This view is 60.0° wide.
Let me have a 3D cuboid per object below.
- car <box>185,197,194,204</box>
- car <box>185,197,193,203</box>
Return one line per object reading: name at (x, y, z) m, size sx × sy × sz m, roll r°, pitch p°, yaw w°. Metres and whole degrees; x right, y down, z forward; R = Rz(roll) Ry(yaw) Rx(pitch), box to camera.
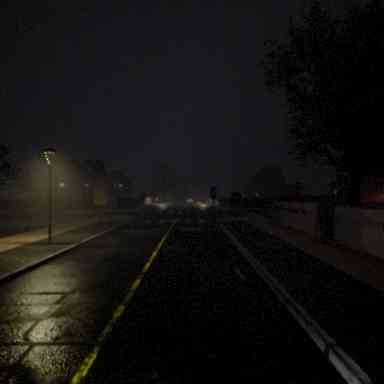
car at (-0.560, 2.049, 76.754) m, size 1.812 × 1.442 × 4.674 m, roll 0°, pitch -1°, yaw -1°
car at (-0.723, 1.979, 86.781) m, size 1.882 × 1.535 × 5.008 m, roll 0°, pitch -1°, yaw -2°
